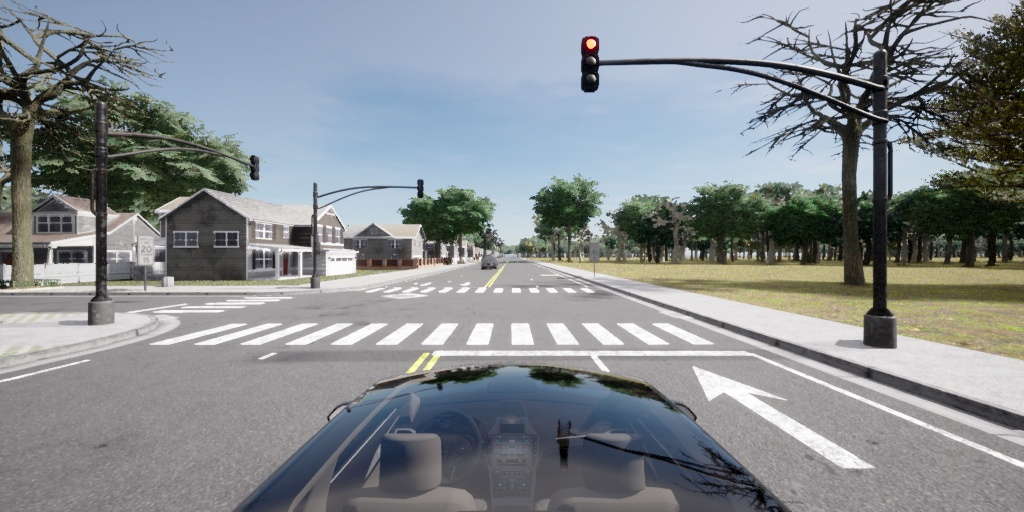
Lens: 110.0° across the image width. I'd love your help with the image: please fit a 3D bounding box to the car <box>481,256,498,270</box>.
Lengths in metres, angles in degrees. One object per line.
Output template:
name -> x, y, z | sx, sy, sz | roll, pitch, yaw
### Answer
car -> -3.196, 1.058, 51.168 | 2.150, 2.045, 5.566 | 0, 1, 0
